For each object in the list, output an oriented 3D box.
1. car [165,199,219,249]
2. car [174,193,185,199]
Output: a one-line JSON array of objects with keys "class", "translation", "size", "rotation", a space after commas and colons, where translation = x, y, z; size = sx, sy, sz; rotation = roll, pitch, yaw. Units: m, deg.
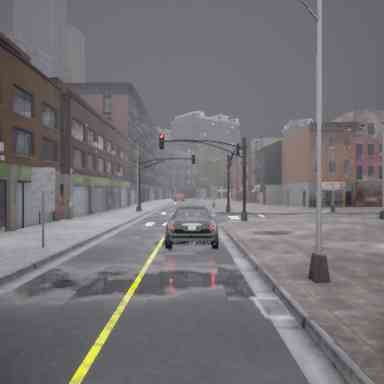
[{"class": "car", "translation": [0.000, 1.366, 14.620], "size": [2.097, 1.767, 4.553], "rotation": [0, 0, 0]}, {"class": "car", "translation": [-2.750, 1.233, 73.433], "size": [2.150, 2.045, 5.566], "rotation": [0, 0, 0]}]
